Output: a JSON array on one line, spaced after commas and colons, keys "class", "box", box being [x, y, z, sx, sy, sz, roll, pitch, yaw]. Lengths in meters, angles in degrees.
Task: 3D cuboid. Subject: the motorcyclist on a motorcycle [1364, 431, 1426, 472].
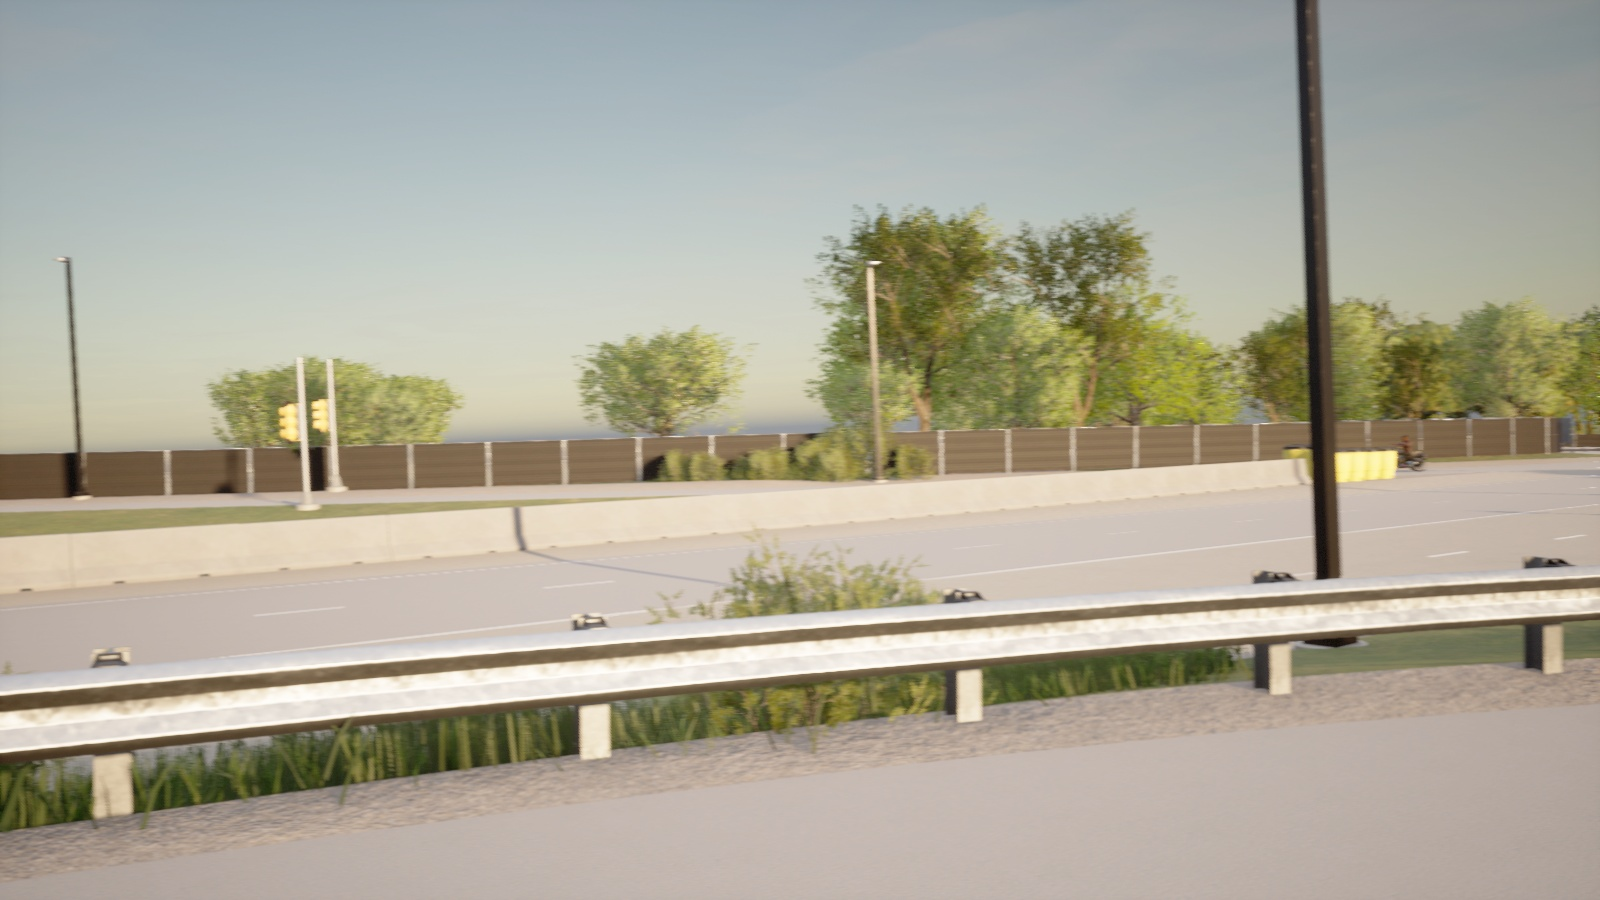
[{"class": "motorcyclist on a motorcycle", "box": [24.933, 0.063, 52.613, 2.350, 1.649, 0.766, -2, 1, -15]}]
